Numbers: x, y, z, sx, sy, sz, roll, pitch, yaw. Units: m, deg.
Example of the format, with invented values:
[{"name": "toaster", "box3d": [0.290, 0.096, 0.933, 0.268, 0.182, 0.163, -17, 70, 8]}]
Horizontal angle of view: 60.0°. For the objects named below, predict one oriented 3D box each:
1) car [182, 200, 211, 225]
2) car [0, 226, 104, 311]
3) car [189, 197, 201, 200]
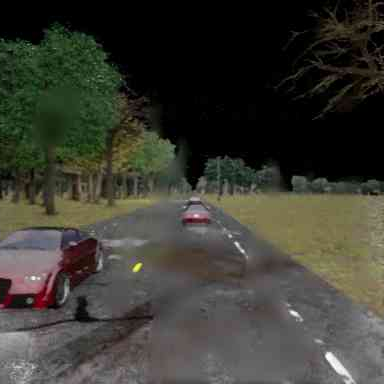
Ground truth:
[{"name": "car", "box3d": [0.306, 1.497, 23.500, 1.994, 1.385, 4.181, 1, 0, 0]}, {"name": "car", "box3d": [-3.434, 1.503, 7.584, 1.994, 1.385, 4.181, 1, 0, 0]}, {"name": "car", "box3d": [0.352, 1.361, 41.315, 1.882, 1.535, 5.008, 1, 0, 0]}]
